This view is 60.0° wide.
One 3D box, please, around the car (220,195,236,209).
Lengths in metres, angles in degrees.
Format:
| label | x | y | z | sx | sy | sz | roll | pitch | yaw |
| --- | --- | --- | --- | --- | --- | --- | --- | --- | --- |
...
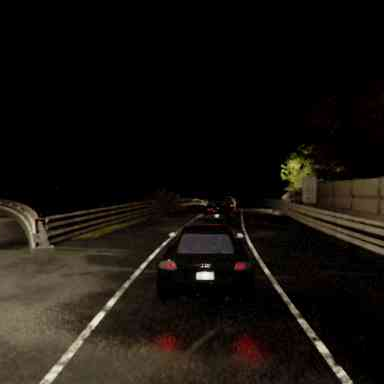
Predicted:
| label | x | y | z | sx | sy | sz | roll | pitch | yaw |
| --- | --- | --- | --- | --- | --- | --- | --- | --- | --- |
| car | 5.040 | 1.425 | 46.441 | 2.097 | 1.767 | 4.553 | 0 | -2 | 8 |

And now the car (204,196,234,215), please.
| label | x | y | z | sx | sy | sz | roll | pitch | yaw |
| --- | --- | --- | --- | --- | --- | --- | --- | --- | --- |
| car | 1.948 | 1.296 | 24.483 | 1.837 | 1.490 | 4.892 | 0 | 1 | 7 |

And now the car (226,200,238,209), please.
| label | x | y | z | sx | sy | sz | roll | pitch | yaw |
| --- | --- | --- | --- | --- | --- | --- | --- | --- | --- |
| car | 7.352 | 2.247 | 61.154 | 1.882 | 1.535 | 5.008 | 0 | -3 | 10 |

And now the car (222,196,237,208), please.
| label | x | y | z | sx | sy | sz | roll | pitch | yaw |
| --- | --- | --- | --- | --- | --- | --- | --- | --- | --- |
| car | 5.895 | 1.641 | 52.045 | 2.097 | 1.767 | 4.553 | 0 | -2 | 9 |

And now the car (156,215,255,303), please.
| label | x | y | z | sx | sy | sz | roll | pitch | yaw |
| --- | --- | --- | --- | --- | --- | --- | --- | --- | --- |
| car | 0.343 | 1.493 | 8.121 | 1.994 | 1.385 | 4.181 | 0 | 1 | 3 |

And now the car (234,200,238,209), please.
| label | x | y | z | sx | sy | sz | roll | pitch | yaw |
| --- | --- | --- | --- | --- | --- | --- | --- | --- | --- |
| car | 3.825 | 1.348 | 37.976 | 2.128 | 1.511 | 4.902 | 0 | -1 | 8 |
